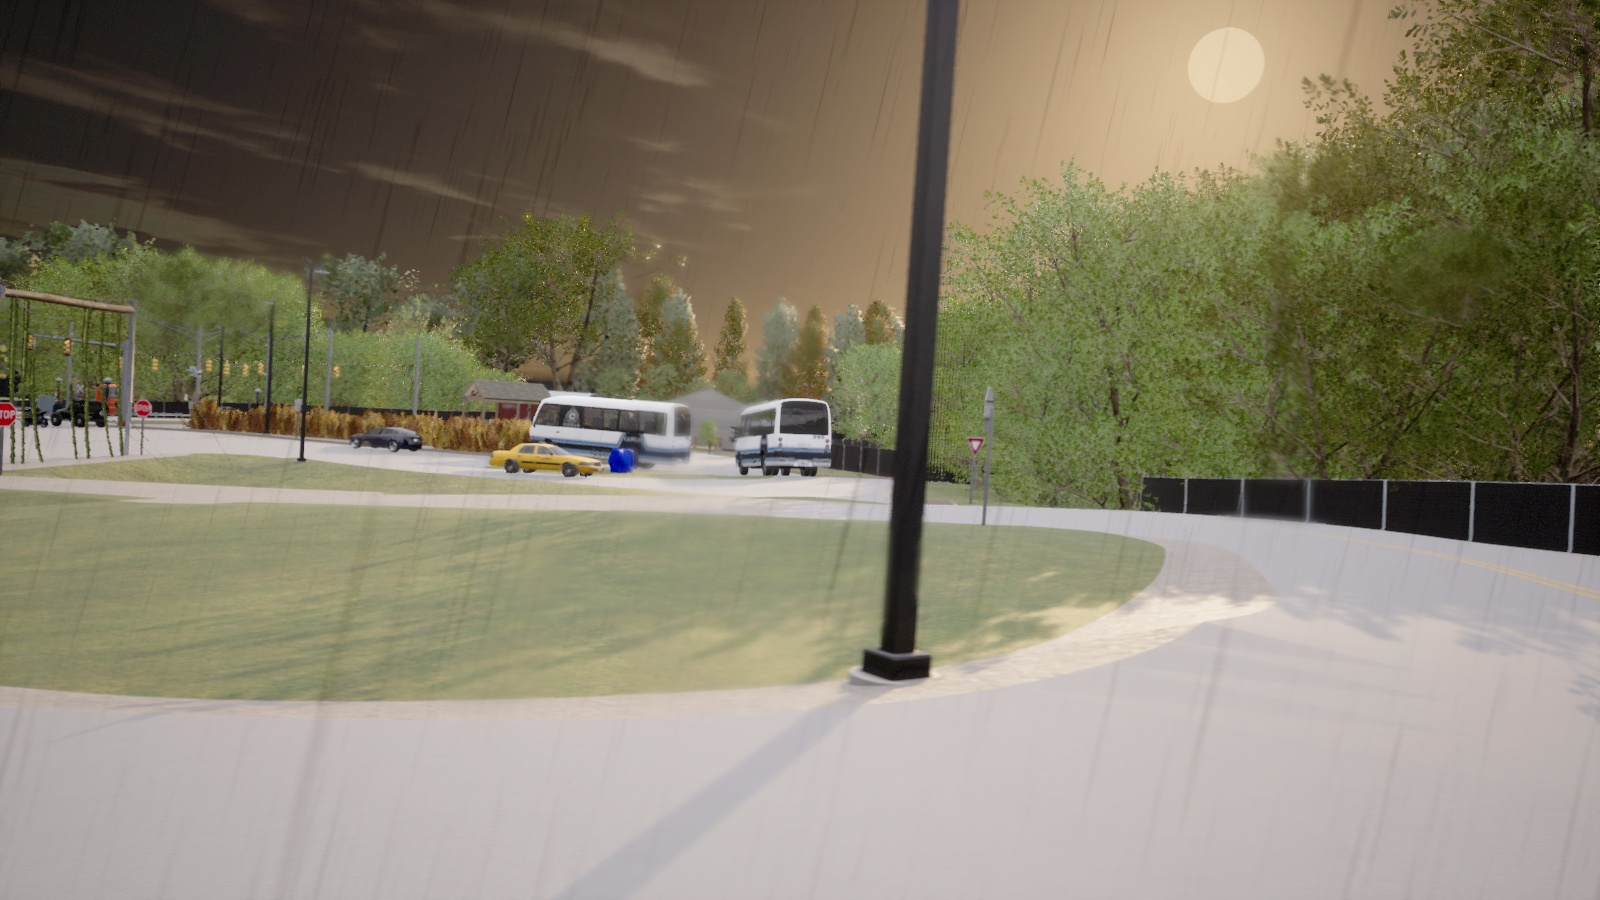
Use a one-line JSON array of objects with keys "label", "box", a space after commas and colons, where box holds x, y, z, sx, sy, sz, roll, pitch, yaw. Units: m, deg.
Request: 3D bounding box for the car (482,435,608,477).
[{"label": "car", "box": [-11.701, 0.275, 57.665, 5.366, 1.575, 1.801, 4, 1, 17]}]

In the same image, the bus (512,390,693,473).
[{"label": "bus", "box": [-12.457, -1.246, 79.320, 10.273, 4.253, 3.944, 6, 3, 17]}]

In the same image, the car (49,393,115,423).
[{"label": "car", "box": [-49.305, -2.892, 86.230, 3.866, 1.878, 1.905, 3, 2, 21]}]

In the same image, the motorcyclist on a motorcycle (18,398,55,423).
[{"label": "motorcyclist on a motorcycle", "box": [-50.216, -2.574, 82.605, 2.191, 1.530, 0.866, 3, 2, 18]}]

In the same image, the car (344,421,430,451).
[{"label": "car", "box": [-25.630, -0.903, 77.985, 4.792, 1.488, 2.163, 5, 3, 24]}]

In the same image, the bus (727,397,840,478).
[{"label": "bus", "box": [-1.162, -0.581, 73.516, 3.944, 4.253, 10.273, 2, -2, -16]}]
